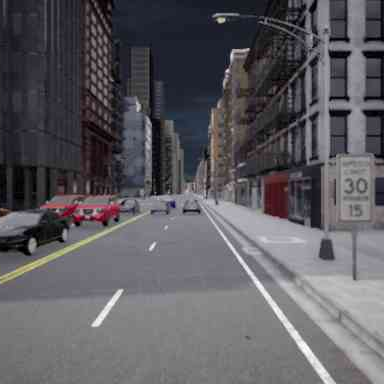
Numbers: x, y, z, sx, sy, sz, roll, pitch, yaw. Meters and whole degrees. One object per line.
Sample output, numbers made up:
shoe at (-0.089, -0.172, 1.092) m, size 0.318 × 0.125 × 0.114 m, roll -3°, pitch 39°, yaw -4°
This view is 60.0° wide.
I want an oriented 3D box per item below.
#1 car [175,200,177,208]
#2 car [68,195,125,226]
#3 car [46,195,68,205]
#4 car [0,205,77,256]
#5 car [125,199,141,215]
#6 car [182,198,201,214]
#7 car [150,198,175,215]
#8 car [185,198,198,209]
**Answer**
car at (-3.259, 1.542, 48.028) m, size 1.882 × 1.535 × 5.008 m, roll 0°, pitch 0°, yaw 0°
car at (-6.609, 1.250, 23.816) m, size 2.150 × 2.045 × 5.566 m, roll 0°, pitch 0°, yaw 0°
car at (-9.855, 1.253, 26.034) m, size 2.150 × 2.045 × 5.566 m, roll 0°, pitch 0°, yaw 0°
car at (-6.603, 1.491, 13.475) m, size 1.882 × 1.535 × 5.008 m, roll 0°, pitch 0°, yaw 0°
car at (-6.569, 1.549, 34.894) m, size 1.837 × 1.490 × 4.892 m, roll 0°, pitch 0°, yaw 0°
car at (-0.022, 1.611, 36.241) m, size 1.994 × 1.385 × 4.181 m, roll 0°, pitch 0°, yaw 0°
car at (-3.273, 1.593, 35.159) m, size 2.033 × 1.411 × 5.357 m, roll 0°, pitch 0°, yaw 0°
car at (-0.012, 1.590, 48.113) m, size 1.812 × 1.442 × 4.674 m, roll 0°, pitch 0°, yaw 0°
